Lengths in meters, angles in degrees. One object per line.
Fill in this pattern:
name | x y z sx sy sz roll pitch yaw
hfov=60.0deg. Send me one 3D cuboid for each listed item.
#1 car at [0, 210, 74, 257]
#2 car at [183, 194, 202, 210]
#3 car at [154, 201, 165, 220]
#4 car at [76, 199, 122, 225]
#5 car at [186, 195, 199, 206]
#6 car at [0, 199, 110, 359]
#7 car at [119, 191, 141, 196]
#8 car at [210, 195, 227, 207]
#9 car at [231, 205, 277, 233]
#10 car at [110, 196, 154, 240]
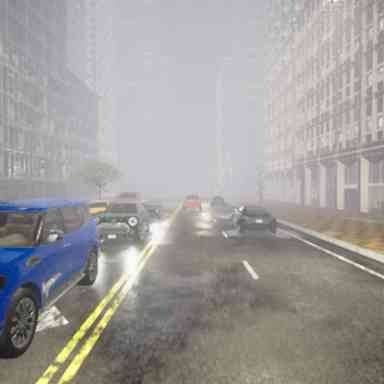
car | -6.562 1.519 13.481 1.895 1.301 4.718 0 0 0
car | 0.035 1.056 37.750 2.097 1.767 4.553 0 0 0
car | -3.227 1.408 26.141 1.895 1.301 4.718 0 0 0
car | -6.479 1.314 23.734 1.882 1.535 5.008 0 0 0
car | 0.054 1.142 48.204 1.812 1.442 4.674 0 1 0
car | -3.361 1.187 6.275 2.150 2.045 5.566 0 0 -1
car | -6.469 0.972 34.302 2.150 2.045 5.566 0 0 0
car | 3.356 1.172 43.537 1.812 1.442 4.674 0 1 0
car | 3.367 1.413 18.638 1.994 1.385 4.181 0 0 0
car | -3.301 1.240 16.087 2.097 1.767 4.553 0 0 0
